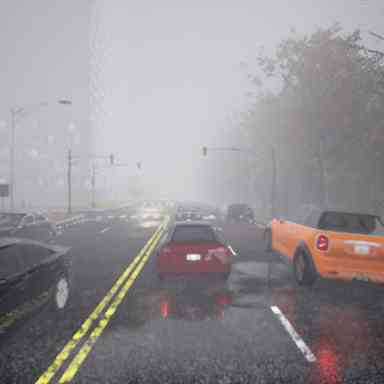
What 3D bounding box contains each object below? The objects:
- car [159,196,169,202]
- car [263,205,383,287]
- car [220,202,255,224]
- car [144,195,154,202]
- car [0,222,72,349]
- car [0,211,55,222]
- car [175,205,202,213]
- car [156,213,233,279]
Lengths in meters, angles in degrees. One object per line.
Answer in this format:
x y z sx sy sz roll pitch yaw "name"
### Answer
-6.201 1.536 73.204 1.812 1.442 4.674 0 0 -4 "car"
3.401 1.143 8.837 2.097 1.767 4.553 6 1 -1 "car"
3.043 1.437 23.034 1.882 1.535 5.008 -3 -1 0 "car"
-9.440 1.368 72.937 2.097 1.767 4.553 0 0 -4 "car"
-3.379 1.478 4.832 1.882 1.535 5.008 0 0 0 "car"
-6.706 1.493 12.333 2.128 1.511 4.902 0 0 -1 "car"
-0.256 1.596 23.850 1.895 1.301 4.718 0 0 -2 "car"
0.015 1.562 10.109 1.994 1.385 4.181 0 0 -1 "car"
